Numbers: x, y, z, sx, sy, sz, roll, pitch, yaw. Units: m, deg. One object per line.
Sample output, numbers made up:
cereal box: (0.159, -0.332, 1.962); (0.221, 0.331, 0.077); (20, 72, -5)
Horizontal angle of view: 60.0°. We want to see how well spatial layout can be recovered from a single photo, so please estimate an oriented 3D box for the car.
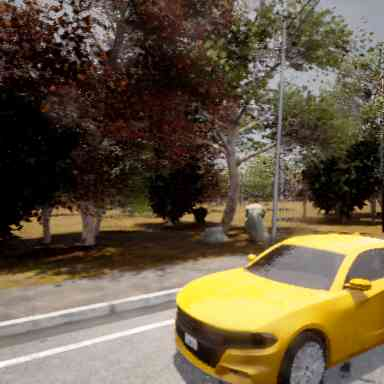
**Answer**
car: (2.093, 1.449, 5.182); (5.008, 1.535, 1.882); (0, 0, -33)
